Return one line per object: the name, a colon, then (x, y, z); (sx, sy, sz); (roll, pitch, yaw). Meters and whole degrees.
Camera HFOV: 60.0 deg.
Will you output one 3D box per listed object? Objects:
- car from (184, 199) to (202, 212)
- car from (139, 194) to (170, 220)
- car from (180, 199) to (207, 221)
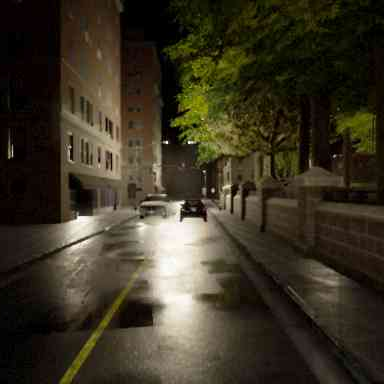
car: (0.095, 1.547, 38.828); (1.994, 1.385, 4.181); (0, 0, 0)
car: (-3.059, 1.212, 28.162); (2.150, 2.045, 5.566); (0, 0, 1)
car: (0.099, 1.342, 27.064); (2.097, 1.767, 4.553); (0, 0, 0)
